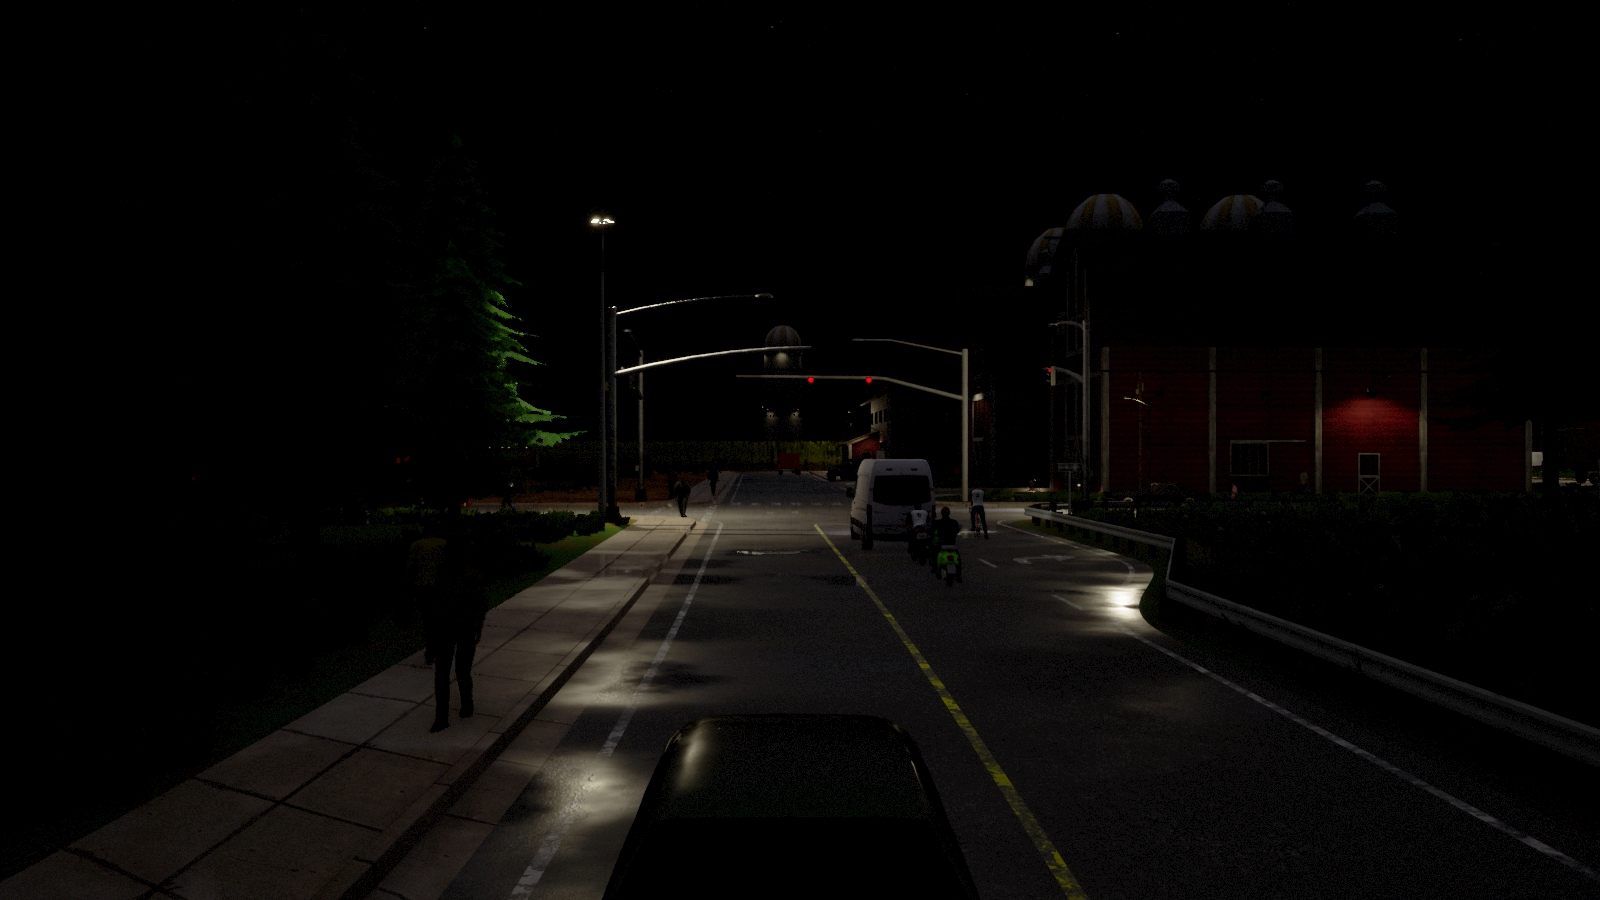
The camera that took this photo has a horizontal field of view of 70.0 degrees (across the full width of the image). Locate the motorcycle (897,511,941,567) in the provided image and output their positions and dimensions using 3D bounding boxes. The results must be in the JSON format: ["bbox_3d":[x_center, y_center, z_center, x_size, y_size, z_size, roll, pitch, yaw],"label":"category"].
[{"bbox_3d":[2.898,2.159,27.998,0.803,1.199,2.033,0,0,-2],"label":"motorcycle"}]

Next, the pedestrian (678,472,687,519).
[{"bbox_3d":[-4.737,1.837,46.158,0.375,1.860,0.375,0,0,-5],"label":"pedestrian"}]

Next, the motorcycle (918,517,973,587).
[{"bbox_3d":[3.041,2.115,24.012,0.856,1.316,1.805,0,0,-2],"label":"motorcycle"}]

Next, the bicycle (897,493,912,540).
[{"bbox_3d":[3.290,2.079,36.037,0.373,1.396,1.643,0,0,3],"label":"bicycle"}]

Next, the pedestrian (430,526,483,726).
[{"bbox_3d":[-3.295,1.669,10.972,0.375,1.860,0.375,0,0,3],"label":"pedestrian"}]

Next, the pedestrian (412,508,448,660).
[{"bbox_3d":[-4.646,1.670,14.359,0.375,1.860,0.375,0,0,-7],"label":"pedestrian"}]

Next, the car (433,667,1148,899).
[{"bbox_3d":[-0.032,1.973,4.130,1.851,1.617,3.988,0,0,0],"label":"car"}]

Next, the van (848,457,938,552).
[{"bbox_3d":[2.659,1.508,34.092,1.988,2.561,5.915,0,0,-2],"label":"van"}]
